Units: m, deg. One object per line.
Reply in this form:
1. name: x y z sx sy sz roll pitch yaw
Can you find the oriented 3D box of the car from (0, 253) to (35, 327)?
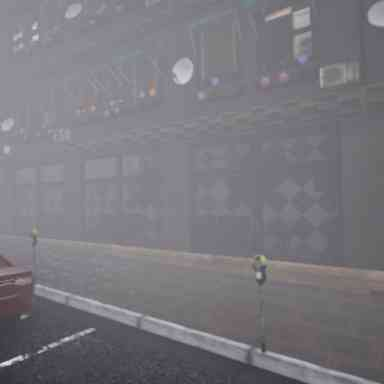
1. car: -4.684 1.567 6.088 4.507 1.381 1.887 0 -1 36
